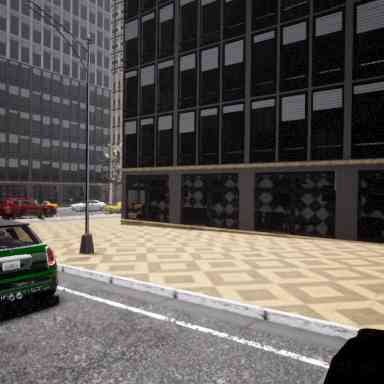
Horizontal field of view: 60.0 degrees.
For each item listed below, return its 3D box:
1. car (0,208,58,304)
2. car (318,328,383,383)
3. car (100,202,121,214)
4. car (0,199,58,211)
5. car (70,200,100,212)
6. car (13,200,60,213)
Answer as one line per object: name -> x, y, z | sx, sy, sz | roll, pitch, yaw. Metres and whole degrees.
car -> -4.988, 1.348, 7.251 | 4.553, 1.767, 2.097 | 0, 0, 36
car -> 3.009, 1.601, 1.532 | 4.718, 1.301, 1.895 | 0, 0, 36
car -> -8.099, 1.830, 39.341 | 1.752, 1.417, 4.829 | 1, 0, 37
car -> -14.914, 1.519, 30.143 | 2.192, 1.841, 5.009 | 1, 0, 37
car -> -13.141, 1.731, 42.247 | 1.812, 1.442, 4.674 | 1, 0, 37
car -> -18.394, 1.643, 39.524 | 1.752, 1.417, 4.829 | 1, 0, 37
